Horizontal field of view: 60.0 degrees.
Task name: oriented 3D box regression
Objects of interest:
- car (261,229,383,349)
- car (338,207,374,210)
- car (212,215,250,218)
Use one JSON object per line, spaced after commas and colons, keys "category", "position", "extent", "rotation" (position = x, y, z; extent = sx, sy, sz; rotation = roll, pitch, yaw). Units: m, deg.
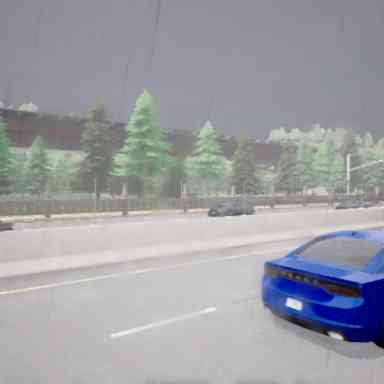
{"category": "car", "position": [3.489, 1.447, 6.229], "extent": [5.008, 1.535, 1.882], "rotation": [0, 0, -35]}
{"category": "car", "position": [15.810, 1.411, 32.307], "extent": [4.181, 1.385, 1.994], "rotation": [0, 0, -35]}
{"category": "car", "position": [3.360, 1.458, 27.846], "extent": [4.181, 1.385, 1.994], "rotation": [0, 0, -35]}
